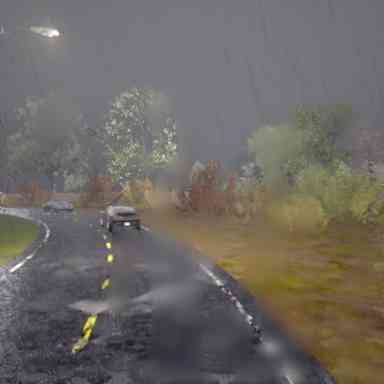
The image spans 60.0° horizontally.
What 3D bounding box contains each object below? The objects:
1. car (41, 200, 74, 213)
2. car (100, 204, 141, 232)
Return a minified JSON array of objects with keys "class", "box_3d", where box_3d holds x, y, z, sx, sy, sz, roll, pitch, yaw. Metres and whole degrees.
[{"class":"car","box_3d":[-14.879,1.556,36.653,2.033,1.411,5.357,-1,0,-44]},{"class":"car","box_3d":[-4.504,1.522,20.604,1.837,1.490,4.892,0,0,-22]}]
